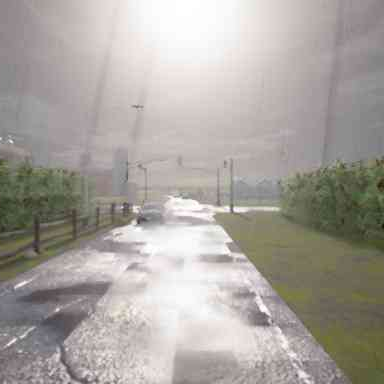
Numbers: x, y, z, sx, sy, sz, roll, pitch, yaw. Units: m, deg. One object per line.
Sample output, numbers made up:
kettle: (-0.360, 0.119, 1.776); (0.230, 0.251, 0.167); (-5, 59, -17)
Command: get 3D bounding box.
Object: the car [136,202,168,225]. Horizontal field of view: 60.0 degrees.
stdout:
car: (-2.813, 1.492, 24.039); (1.837, 1.490, 4.892); (0, 0, 0)
